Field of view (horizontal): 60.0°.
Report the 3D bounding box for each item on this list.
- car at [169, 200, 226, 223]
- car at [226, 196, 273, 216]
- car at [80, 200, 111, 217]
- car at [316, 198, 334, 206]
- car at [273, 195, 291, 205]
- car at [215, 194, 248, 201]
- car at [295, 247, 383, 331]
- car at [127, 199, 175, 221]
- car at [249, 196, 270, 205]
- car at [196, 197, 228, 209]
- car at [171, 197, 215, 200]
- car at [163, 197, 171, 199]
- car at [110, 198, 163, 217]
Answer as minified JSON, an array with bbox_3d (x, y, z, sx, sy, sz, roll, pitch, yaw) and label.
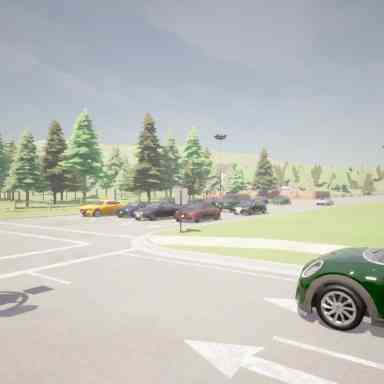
[{"bbox_3d":[0.486,1.564,25.705,1.994,1.385,4.181,0,0,36],"label":"car"},{"bbox_3d":[5.779,1.491,32.913,2.128,1.511,4.902,0,0,36],"label":"car"},{"bbox_3d":[-8.245,1.478,31.553,1.882,1.535,5.008,0,0,36],"label":"car"},{"bbox_3d":[21.815,1.601,54.611,1.895,1.301,4.718,0,0,37],"label":"car"},{"bbox_3d":[15.416,1.351,57.749,2.097,1.767,4.553,0,0,37],"label":"car"},{"bbox_3d":[4.600,1.223,37.221,2.150,2.045,5.566,0,0,36],"label":"car"},{"bbox_3d":[4.088,1.352,5.374,4.553,1.767,2.097,0,0,36],"label":"car"},{"bbox_3d":[-2.729,1.526,27.236,1.812,1.442,4.674,0,0,36],"label":"car"},{"bbox_3d":[12.127,1.525,59.192,1.812,1.442,4.674,0,0,37],"label":"car"},{"bbox_3d":[2.861,1.491,46.677,2.128,1.511,4.902,0,0,36],"label":"car"},{"bbox_3d":[0.174,1.505,37.107,1.837,1.490,4.892,0,0,36],"label":"car"},{"bbox_3d":[-2.754,1.352,39.034,2.097,1.767,4.553,0,0,36],"label":"car"},{"bbox_3d":[-4.905,1.564,30.176,1.994,1.385,4.181,0,0,37],"label":"car"}]
